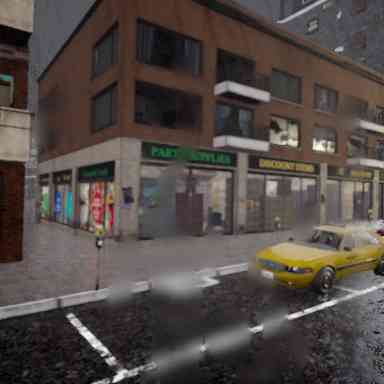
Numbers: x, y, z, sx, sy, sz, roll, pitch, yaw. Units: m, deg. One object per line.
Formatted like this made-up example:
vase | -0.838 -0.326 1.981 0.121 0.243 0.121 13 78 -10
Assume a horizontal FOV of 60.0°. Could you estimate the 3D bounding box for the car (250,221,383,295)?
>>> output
car | 3.630 1.479 8.657 4.829 1.417 1.752 0 2 -35
